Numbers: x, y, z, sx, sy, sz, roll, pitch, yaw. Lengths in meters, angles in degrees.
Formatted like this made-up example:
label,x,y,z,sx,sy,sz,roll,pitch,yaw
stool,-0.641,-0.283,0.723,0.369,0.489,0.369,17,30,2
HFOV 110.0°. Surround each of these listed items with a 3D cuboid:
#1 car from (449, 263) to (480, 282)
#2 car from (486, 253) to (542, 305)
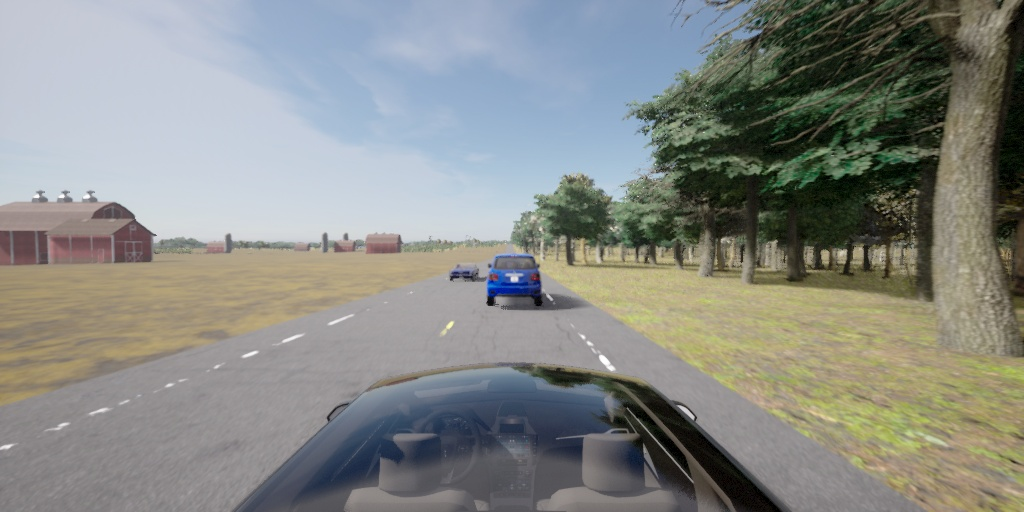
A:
label,x,y,z,sx,sy,sz,roll,pitch,yaw
car,-3.569,1.202,27.377,1.895,1.301,4.718,0,0,0
car,0.093,0.905,15.677,2.150,2.045,5.566,0,1,0
